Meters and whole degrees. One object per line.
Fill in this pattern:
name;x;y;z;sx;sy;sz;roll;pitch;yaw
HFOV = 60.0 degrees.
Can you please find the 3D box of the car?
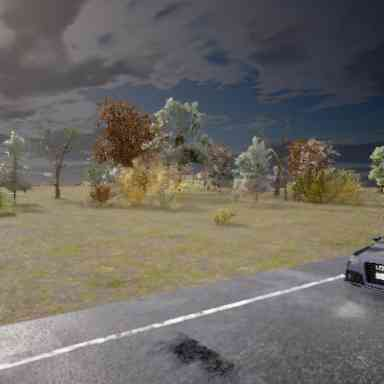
car;5.545;1.565;8.031;4.181;1.385;1.994;0;0;-36
